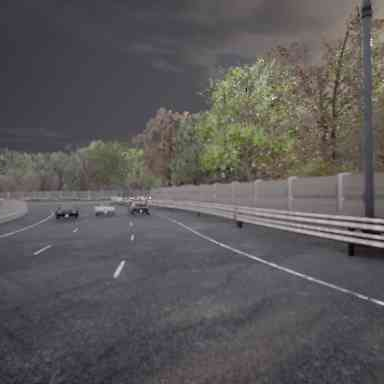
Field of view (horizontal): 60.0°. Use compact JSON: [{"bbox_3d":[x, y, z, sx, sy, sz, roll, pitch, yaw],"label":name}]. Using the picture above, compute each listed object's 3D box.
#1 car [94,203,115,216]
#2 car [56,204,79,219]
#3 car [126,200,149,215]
[{"bbox_3d":[-9.585,1.822,36.197,1.895,1.301,4.718,-1,0,-19],"label":"car"},{"bbox_3d":[-11.768,1.831,31.670,1.895,1.301,4.718,-1,0,-17],"label":"car"},{"bbox_3d":[-5.910,1.685,36.043,1.837,1.490,4.892,0,0,-19],"label":"car"}]
